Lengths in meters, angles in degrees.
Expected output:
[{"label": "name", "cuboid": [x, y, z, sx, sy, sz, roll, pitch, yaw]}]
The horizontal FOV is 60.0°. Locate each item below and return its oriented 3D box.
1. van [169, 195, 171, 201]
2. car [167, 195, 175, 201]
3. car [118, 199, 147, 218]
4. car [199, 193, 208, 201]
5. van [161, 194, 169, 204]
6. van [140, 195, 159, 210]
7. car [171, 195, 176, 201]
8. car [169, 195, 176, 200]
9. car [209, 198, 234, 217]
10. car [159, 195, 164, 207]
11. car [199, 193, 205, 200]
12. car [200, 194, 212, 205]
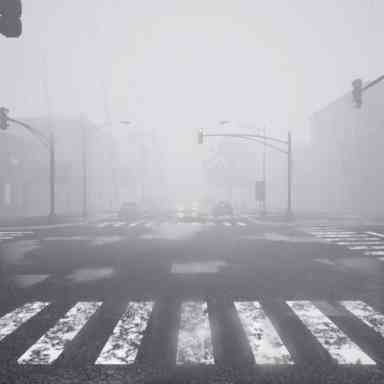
[{"label": "van", "cuboid": [-5.442, 1.328, 63.693, 1.690, 1.788, 3.998, 0, 0, 0]}, {"label": "car", "cuboid": [-5.352, 1.526, 85.879, 1.887, 1.381, 4.507, 0, 0, 0]}, {"label": "car", "cuboid": [-5.572, 1.577, 30.416, 1.802, 1.307, 4.206, 0, 0, 0]}, {"label": "car", "cuboid": [3.026, 1.296, 85.845, 2.192, 1.841, 5.009, -1, 0, 0]}, {"label": "van", "cuboid": [-5.465, 1.329, 58.147, 1.690, 1.788, 3.998, 0, 0, 0]}, {"label": "van", "cuboid": [-5.530, 1.333, 41.508, 1.690, 1.788, 3.998, 0, 0, 0]}, {"label": "car", "cuboid": [-5.375, 1.549, 80.332, 1.947, 1.339, 4.313, 0, 0, 0]}, {"label": "car", "cuboid": [-5.331, 1.562, 91.424, 1.802, 1.307, 4.206, 0, 0, 0]}, {"label": "car", "cuboid": [2.808, 1.520, 30.552, 1.752, 1.417, 4.829, -1, 0, 0]}, {"label": "car", "cuboid": [-5.507, 1.536, 47.055, 1.887, 1.381, 4.507, 0, 0, 0]}, {"label": "car", "cuboid": [2.984, 1.550, 74.752, 1.947, 1.339, 4.313, -1, 0, 0]}, {"label": "car", "cuboid": [2.918, 1.539, 58.114, 2.008, 1.369, 4.403, -1, 0, 0]}]
